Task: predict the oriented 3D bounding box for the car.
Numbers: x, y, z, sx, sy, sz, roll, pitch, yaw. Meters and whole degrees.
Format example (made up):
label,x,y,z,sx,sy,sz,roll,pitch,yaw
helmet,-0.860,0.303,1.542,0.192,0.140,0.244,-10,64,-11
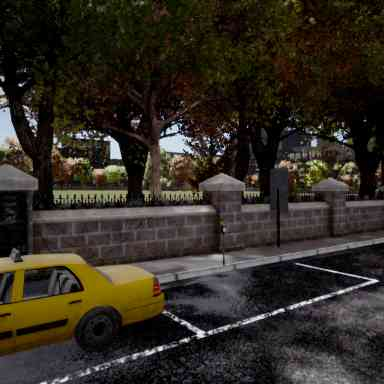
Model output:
label,x,y,z,sx,sy,sz,roll,pitch,yaw
car,-2.735,1.525,4.609,4.829,1.417,1.752,0,0,-35
